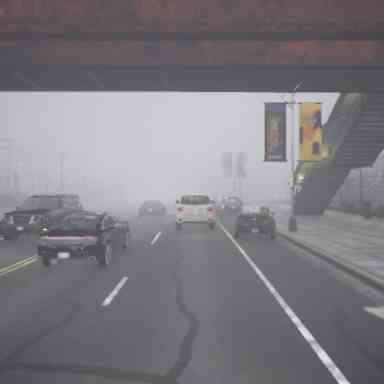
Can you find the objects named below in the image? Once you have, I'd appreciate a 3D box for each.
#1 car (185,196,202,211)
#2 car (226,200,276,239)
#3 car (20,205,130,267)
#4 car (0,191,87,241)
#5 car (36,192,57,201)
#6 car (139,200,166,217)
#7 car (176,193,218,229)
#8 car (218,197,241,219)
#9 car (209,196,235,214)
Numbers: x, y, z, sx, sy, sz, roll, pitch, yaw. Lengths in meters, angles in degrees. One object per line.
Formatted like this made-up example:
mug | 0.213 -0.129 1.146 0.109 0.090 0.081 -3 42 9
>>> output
car | 0.133 1.251 38.193 1.837 1.490 4.892 0 0 0
car | 3.089 1.371 16.564 2.231 1.521 4.892 0 0 10
car | -3.329 1.417 11.077 2.128 1.511 4.902 0 0 0
car | -7.016 1.111 16.331 2.150 2.045 5.566 0 0 0
car | -29.038 0.807 66.526 2.185 1.767 4.553 0 0 0
car | -3.344 1.374 28.529 1.994 1.385 4.181 0 0 0
car | 0.169 1.087 20.394 2.150 2.045 5.566 0 0 0
car | 3.098 1.174 27.338 2.185 1.767 4.553 0 0 0
car | 2.943 1.256 33.764 2.097 1.535 5.008 0 0 0
